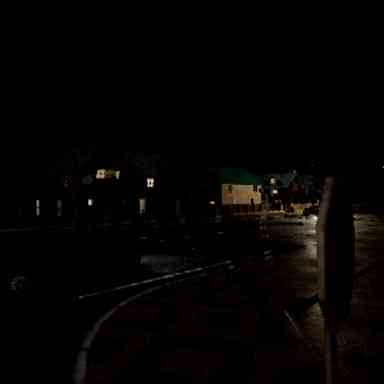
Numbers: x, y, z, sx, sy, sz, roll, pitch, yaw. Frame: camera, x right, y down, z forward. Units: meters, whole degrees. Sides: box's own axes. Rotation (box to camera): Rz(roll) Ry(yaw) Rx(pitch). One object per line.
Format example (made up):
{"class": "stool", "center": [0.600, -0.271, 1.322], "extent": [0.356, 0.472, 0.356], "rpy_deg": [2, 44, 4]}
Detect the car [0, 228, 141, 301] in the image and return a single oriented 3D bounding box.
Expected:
{"class": "car", "center": [-3.526, 1.687, 8.821], "extent": [1.812, 1.442, 4.674], "rpy_deg": [-2, -2, 42]}

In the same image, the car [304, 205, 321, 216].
{"class": "car", "center": [17.301, 2.579, 46.436], "extent": [1.837, 1.490, 4.892], "rpy_deg": [-2, -2, 42]}
